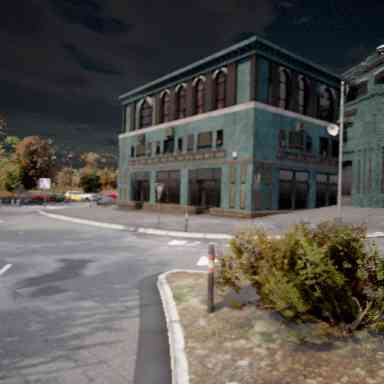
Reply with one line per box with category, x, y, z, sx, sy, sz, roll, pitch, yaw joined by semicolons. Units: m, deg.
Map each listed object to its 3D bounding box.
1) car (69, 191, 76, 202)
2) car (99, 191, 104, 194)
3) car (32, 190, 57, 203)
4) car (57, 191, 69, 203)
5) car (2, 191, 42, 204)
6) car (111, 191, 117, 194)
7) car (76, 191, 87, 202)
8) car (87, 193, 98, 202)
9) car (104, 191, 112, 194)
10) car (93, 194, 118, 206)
car;-23.781;0.948;59.405;4.553;1.767;2.185;1;-1;-3
car;-21.019;0.990;67.910;4.553;1.767;2.185;1;0;-2
car;-25.519;0.764;53.717;5.566;2.045;2.435;1;0;-3
car;-24.596;0.794;56.574;5.566;2.045;2.435;1;-1;-3
car;-26.346;0.988;50.872;4.892;1.521;2.231;1;0;-4
car;-19.218;0.841;73.553;5.566;2.045;2.435;1;1;-2
car;-23.052;1.092;62.223;5.366;1.575;1.946;1;0;-3
car;-21.932;0.861;65.084;5.566;2.045;2.435;1;0;-2
car;-20.157;1.138;70.732;4.792;1.488;2.163;1;1;-2
car;-13.006;1.447;52.013;1.994;1.385;4.181;2;0;16
